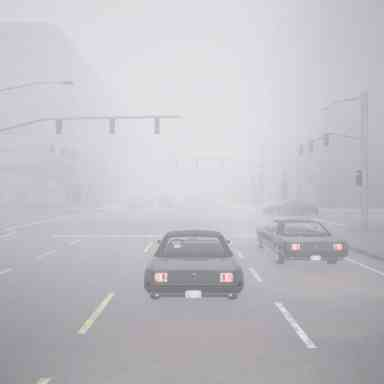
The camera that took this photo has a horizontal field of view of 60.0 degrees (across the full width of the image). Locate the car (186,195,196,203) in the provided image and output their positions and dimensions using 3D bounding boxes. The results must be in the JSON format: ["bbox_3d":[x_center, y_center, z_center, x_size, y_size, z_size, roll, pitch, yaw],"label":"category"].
[{"bbox_3d":[-0.182,1.352,68.689,2.097,1.767,4.553,0,0,1],"label":"car"}]

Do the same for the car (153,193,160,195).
[{"bbox_3d":[-7.282,1.223,69.056,2.150,2.045,5.566,0,0,1],"label":"car"}]

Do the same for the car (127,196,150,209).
[{"bbox_3d":[-7.550,1.352,45.769,2.097,1.767,4.553,0,0,1],"label":"car"}]

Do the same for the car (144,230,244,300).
[{"bbox_3d":[0.044,1.601,8.369,1.895,1.301,4.718,0,0,0],"label":"car"}]

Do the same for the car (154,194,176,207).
[{"bbox_3d":[-4.006,1.492,50.457,2.128,1.511,4.902,0,0,0],"label":"car"}]

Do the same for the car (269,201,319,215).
[{"bbox_3d":[10.555,1.656,34.812,4.718,1.301,1.895,0,0,6],"label":"car"}]

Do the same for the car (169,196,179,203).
[{"bbox_3d":[-3.770,1.552,70.064,1.994,1.385,4.181,0,0,1],"label":"car"}]

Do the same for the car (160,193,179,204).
[{"bbox_3d":[-3.935,1.222,60.153,2.150,2.045,5.566,0,0,1],"label":"car"}]

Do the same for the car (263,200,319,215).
[{"bbox_3d":[9.111,1.527,30.875,5.008,1.535,1.882,0,0,0],"label":"car"}]

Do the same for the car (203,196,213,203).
[{"bbox_3d":[3.328,1.564,69.628,1.994,1.385,4.181,0,0,1],"label":"car"}]

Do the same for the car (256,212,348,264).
[{"bbox_3d":[3.551,1.601,11.754,1.895,1.301,4.718,0,0,0],"label":"car"}]

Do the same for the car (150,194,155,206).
[{"bbox_3d":[-7.498,1.526,54.516,1.812,1.442,4.674,0,0,1],"label":"car"}]
